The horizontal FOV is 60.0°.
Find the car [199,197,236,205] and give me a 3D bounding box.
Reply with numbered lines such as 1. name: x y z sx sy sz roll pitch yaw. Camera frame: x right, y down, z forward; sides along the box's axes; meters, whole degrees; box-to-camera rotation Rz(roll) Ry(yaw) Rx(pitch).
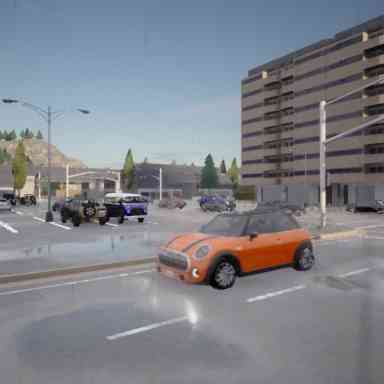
1. car: 2.813 1.619 37.066 1.994 1.385 4.181 0 0 -35

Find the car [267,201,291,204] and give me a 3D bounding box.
1. car: 7.678 1.619 30.212 1.994 1.385 4.181 0 0 -35

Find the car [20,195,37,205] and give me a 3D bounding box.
1. car: -27.288 1.209 55.334 1.932 1.855 4.605 0 0 -35

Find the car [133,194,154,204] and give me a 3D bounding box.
1. car: -9.306 1.547 66.540 2.128 1.511 4.902 0 0 -35

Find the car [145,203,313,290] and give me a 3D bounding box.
1. car: 1.295 1.352 9.232 4.553 1.767 2.097 0 0 -36

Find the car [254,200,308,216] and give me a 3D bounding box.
1. car: 9.072 1.603 34.292 2.033 1.411 5.357 0 0 -35

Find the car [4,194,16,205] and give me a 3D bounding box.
1. car: -29.684 1.212 53.710 1.905 1.878 3.866 0 0 -35

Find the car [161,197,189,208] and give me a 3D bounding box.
1. car: -2.649 1.560 50.815 1.837 1.490 4.892 0 0 -35

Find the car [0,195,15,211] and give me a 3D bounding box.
1. car: -21.826 1.451 37.877 1.970 1.475 3.806 0 0 -35

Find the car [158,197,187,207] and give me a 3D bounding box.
1. car: -2.954 1.619 45.184 1.994 1.385 4.181 0 0 -35

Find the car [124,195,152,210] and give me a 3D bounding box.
1. car: -8.723 1.656 53.367 1.895 1.301 4.718 0 0 -35

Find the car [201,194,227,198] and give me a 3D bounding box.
1. car: 3.184 1.277 42.581 2.150 2.045 5.566 0 0 -35

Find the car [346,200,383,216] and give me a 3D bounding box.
1. car: 18.153 1.547 33.658 2.128 1.511 4.902 0 0 -36
